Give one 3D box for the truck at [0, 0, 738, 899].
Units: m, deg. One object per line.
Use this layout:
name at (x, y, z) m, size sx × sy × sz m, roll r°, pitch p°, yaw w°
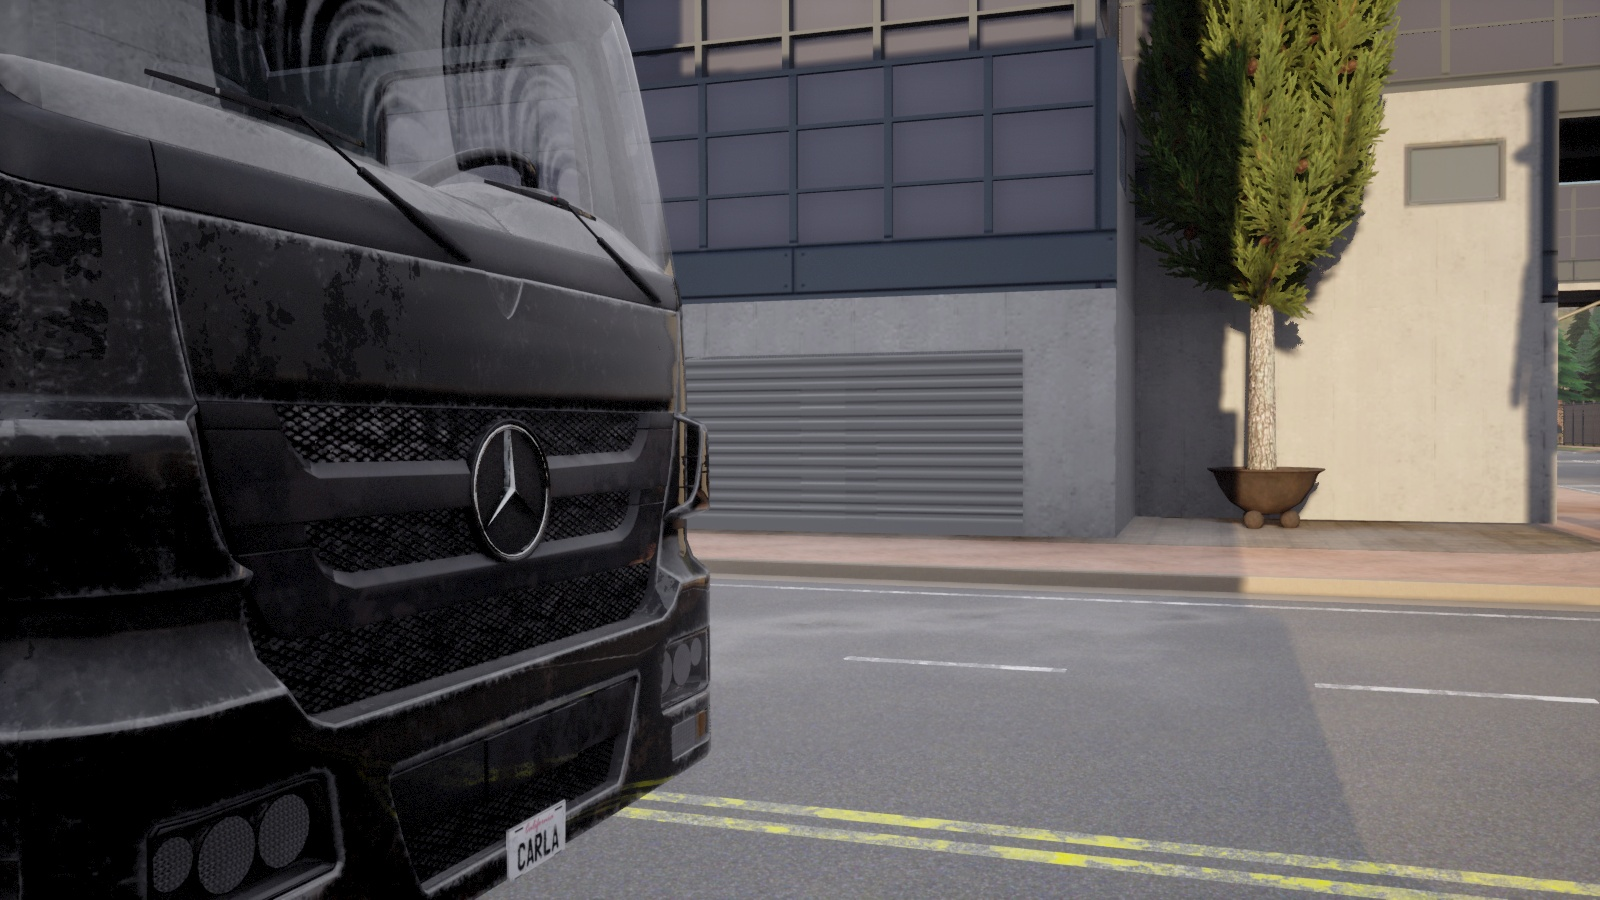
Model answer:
truck at (-4.464, -0.248, 4.736) m, size 7.936 × 3.462 × 2.891 m, roll 1°, pitch 1°, yaw 20°
